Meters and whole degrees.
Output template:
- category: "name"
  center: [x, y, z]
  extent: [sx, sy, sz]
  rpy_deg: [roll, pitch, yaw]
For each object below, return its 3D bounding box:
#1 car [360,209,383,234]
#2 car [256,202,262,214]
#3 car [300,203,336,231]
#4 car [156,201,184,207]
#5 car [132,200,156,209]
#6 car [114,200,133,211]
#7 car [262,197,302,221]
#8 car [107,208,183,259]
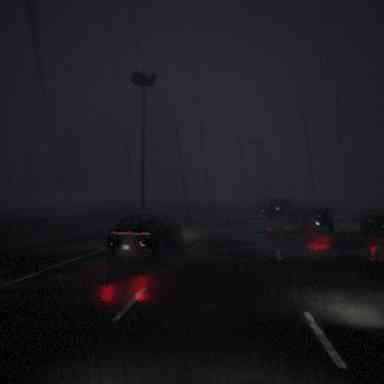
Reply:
- category: "car"
  center: [11.511, 1.738, 20.448]
  extent: [1.812, 1.442, 4.674]
  rpy_deg: [0, 0, 22]
- category: "car"
  center: [9.163, 1.888, 40.277]
  extent: [1.837, 1.490, 4.892]
  rpy_deg: [0, 0, 26]
- category: "car"
  center: [8.708, 1.730, 22.843]
  extent: [1.837, 1.490, 4.892]
  rpy_deg: [0, -1, 22]
- category: "car"
  center: [-2.137, 2.028, 41.318]
  extent: [1.895, 1.301, 4.718]
  rpy_deg: [0, -1, 26]
- category: "car"
  center: [-5.271, 1.809, 42.879]
  extent: [1.812, 1.442, 4.674]
  rpy_deg: [0, -1, 26]
- category: "car"
  center: [-8.418, 1.893, 44.410]
  extent: [2.128, 1.511, 4.902]
  rpy_deg: [0, -1, 26]
- category: "car"
  center: [8.384, 1.517, 30.595]
  extent: [2.150, 2.045, 5.566]
  rpy_deg: [0, 0, 25]
- category: "car"
  center: [-1.670, 1.605, 13.229]
  extent: [2.128, 1.511, 4.902]
  rpy_deg: [0, -1, 11]
